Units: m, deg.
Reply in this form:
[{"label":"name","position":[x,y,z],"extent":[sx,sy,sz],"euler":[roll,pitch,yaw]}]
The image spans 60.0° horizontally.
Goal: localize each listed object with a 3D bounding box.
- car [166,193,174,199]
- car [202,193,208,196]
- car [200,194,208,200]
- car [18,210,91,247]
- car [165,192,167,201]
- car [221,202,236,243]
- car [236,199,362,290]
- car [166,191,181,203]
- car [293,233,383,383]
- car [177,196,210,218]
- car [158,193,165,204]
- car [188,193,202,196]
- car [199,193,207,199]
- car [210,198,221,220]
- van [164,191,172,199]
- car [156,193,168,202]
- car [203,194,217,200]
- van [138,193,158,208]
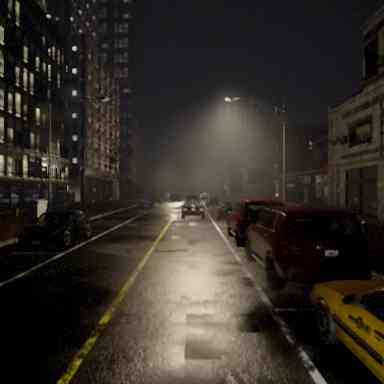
[{"label":"car","position":[-5.717,0.938,86.310],"extent":[1.887,1.381,4.507],"euler":[0,0,0]},{"label":"car","position":[2.670,0.942,69.699],"extent":[1.967,1.590,4.097],"euler":[0,0,0]},{"label":"car","position":[2.668,1.047,75.237],"extent":[1.802,1.307,4.206],"euler":[0,0,0]},{"label":"car","position":[-5.693,1.457,14.331],"extent":[1.947,1.339,4.313],"euler":[0,0,0]},{"label":"car","position":[-5.707,1.158,58.625],"extent":[1.802,1.307,4.206],"euler":[0,0,0]},{"label":"car","position":[2.689,1.207,14.329],"extent":[2.192,1.841,5.009],"euler":[0,0,0]},{"label":"car","position":[2.690,1.248,8.793],"extent":[2.192,1.841,5.009],"euler":[0,0,0]},{"label":"car","position":[-3.010,1.055,58.465],"extent":[1.882,1.535,5.008],"euler":[0,0,0]},{"label":"car","position":[2.691,1.499,3.427],"extent":[1.752,1.417,4.829],"euler":[0,0,0]},{"label":"car","position":[0.091,1.344,27.200],"extent":[2.033,1.411,5.357],"euler":[0,0,0]},{"label":"car","position":[-5.705,1.140,52.919],"extent":[1.752,1.417,4.829],"euler":[0,0,0]},{"label":"car","position":[0.084,1.178,44.550],"extent":[1.837,1.490,4.892],"euler":[0,1,0]},{"label":"car","position":[2.666,0.974,80.774],"extent":[1.887,1.381,4.507],"euler":[0,0,0]},{"label":"car","position":[2.684,1.376,25.405],"extent":[1.947,1.339,4.313],"euler":[0,0,0]},{"label":"van","position":[-5.715,0.770,80.771],"extent":[1.690,1.788,3.998],"euler":[0,0,0]},{"label":"car","position":[-5.709,0.979,64.162],"extent":[1.967,1.590,4.097],"euler":[0,0,0]},{"label":"car","position":[2.678,1.272,42.016],"extent":[1.802,1.307,4.206],"euler":[0,0,0]},{"label":"van","position":[-5.702,1.031,42.013],"extent":[1.690,1.788,3.998],"euler":[0,0,0]}]
